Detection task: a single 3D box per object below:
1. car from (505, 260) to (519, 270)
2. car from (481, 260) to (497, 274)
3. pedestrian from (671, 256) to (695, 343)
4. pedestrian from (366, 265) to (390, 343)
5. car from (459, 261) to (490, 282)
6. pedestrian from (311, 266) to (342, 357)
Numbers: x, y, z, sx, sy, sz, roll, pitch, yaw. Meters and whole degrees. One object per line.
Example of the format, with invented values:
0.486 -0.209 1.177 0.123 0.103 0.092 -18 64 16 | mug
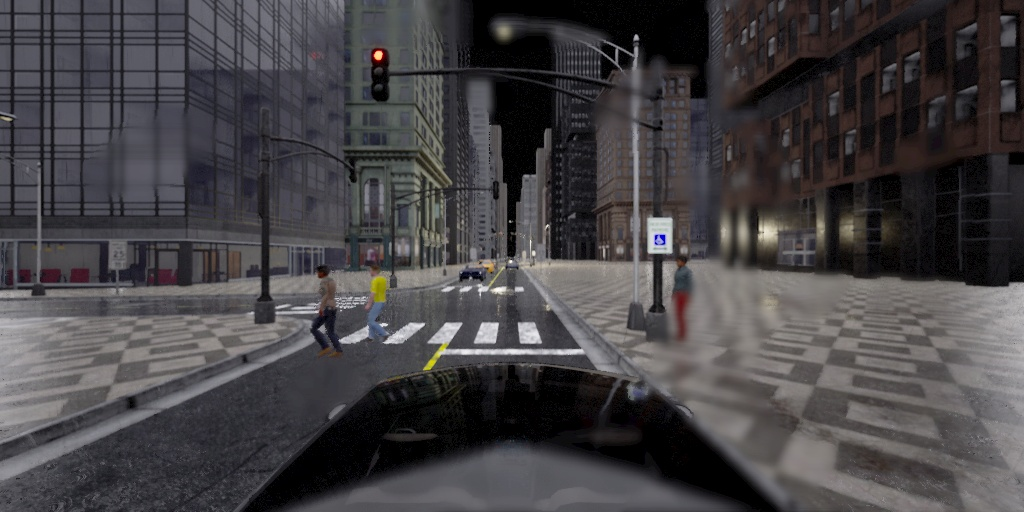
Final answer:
0.015 1.302 53.451 1.994 1.385 4.181 0 0 0 | car
-3.081 1.213 40.709 1.882 1.535 5.008 0 0 0 | car
3.593 0.889 7.668 0.375 1.860 0.375 0 0 0 | pedestrian
-3.032 1.041 8.225 0.375 1.860 0.375 0 0 0 | pedestrian
-3.088 1.338 28.994 1.895 1.301 4.718 0 0 0 | car
-3.643 1.041 6.996 0.375 1.860 0.375 0 0 0 | pedestrian
